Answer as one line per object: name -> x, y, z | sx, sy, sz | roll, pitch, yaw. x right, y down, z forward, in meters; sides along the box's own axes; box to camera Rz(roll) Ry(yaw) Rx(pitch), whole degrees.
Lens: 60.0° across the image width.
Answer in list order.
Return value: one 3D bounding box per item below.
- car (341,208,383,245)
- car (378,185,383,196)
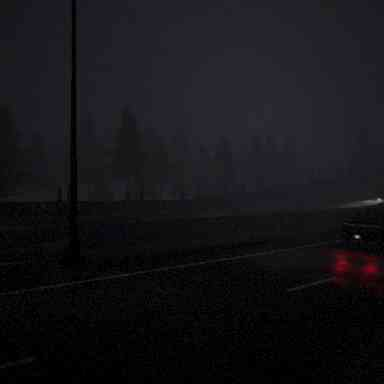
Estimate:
car -> 8.254, 1.430, 14.058 | 4.902, 1.511, 2.128 | -2, 1, -35
car -> 22.632, -0.463, 37.080 | 4.902, 1.511, 2.128 | -9, 5, -35
